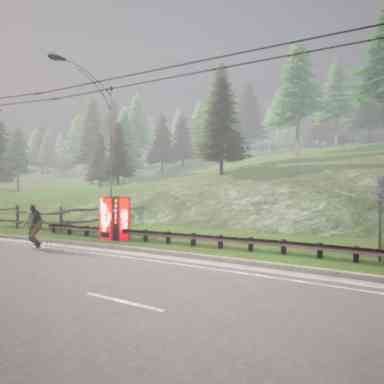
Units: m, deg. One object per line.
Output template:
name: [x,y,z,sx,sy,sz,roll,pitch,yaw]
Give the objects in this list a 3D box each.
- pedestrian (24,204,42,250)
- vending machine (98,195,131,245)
pedestrian: [-5.983,1.286,12.603,0.375,1.860,0.375,0,0,28]
vending machine: [-3.417,1.188,14.712,0.880,2.100,1.100,0,0,29]
